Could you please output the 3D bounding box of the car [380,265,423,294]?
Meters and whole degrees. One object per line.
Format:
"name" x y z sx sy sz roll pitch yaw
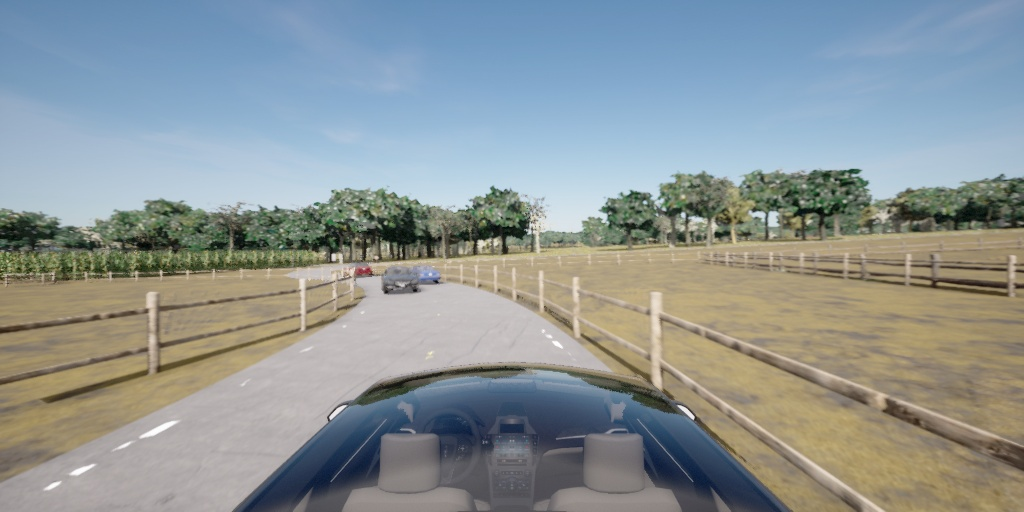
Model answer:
"car" -6.813 1.396 21.609 1.837 1.490 4.892 -1 -1 -22

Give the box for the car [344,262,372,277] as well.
"car" -18.565 1.576 42.896 2.097 1.767 4.553 -2 0 -44

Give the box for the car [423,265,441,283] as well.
"car" -7.290 1.451 28.755 2.033 1.411 5.357 -1 0 -30
